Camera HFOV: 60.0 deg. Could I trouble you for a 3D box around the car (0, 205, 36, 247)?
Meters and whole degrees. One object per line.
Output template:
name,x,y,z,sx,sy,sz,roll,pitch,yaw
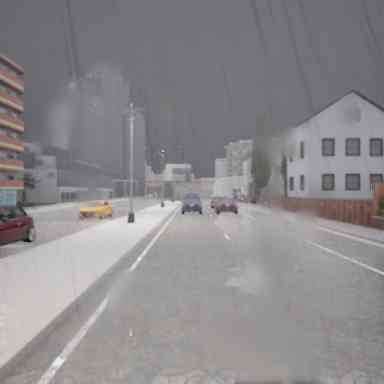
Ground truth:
car,-8.099,1.354,13.127,2.097,1.767,4.553,0,0,0

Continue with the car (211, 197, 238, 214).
car,3.490,1.353,34.806,2.097,1.767,4.553,0,0,0

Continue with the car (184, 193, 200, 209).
car,-0.005,1.225,45.888,2.150,2.045,5.566,0,0,0

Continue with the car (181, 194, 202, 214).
car,-0.010,1.353,34.805,2.097,1.767,4.553,0,0,0

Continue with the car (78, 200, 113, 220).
car,-8.092,1.479,28.269,1.882,1.535,5.008,0,0,0
